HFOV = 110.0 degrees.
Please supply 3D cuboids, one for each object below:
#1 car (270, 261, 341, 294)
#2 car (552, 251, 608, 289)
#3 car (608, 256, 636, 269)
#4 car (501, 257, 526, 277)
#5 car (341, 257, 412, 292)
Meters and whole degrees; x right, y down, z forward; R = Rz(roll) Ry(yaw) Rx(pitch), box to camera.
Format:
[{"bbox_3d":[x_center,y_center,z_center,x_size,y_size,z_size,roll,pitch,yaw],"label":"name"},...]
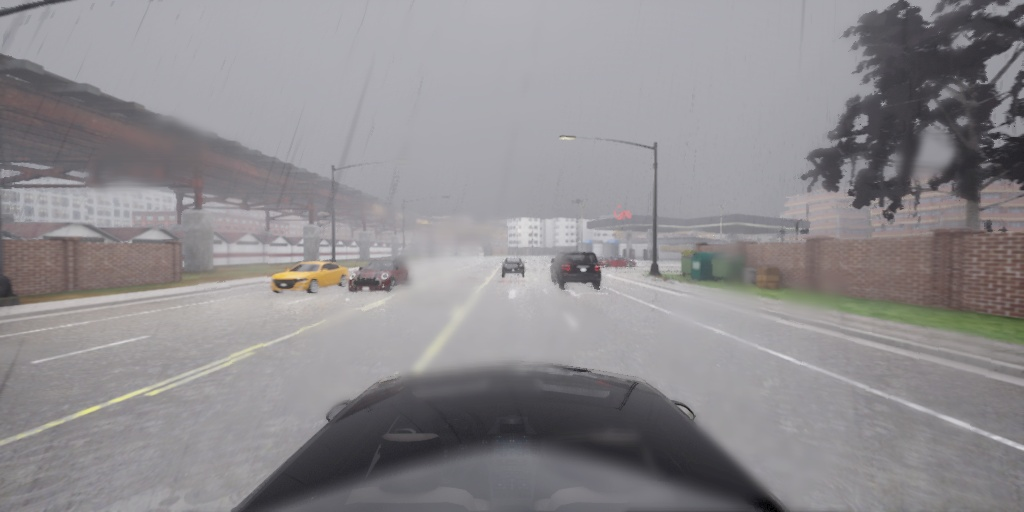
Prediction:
[{"bbox_3d":[-10.501,1.032,18.996,1.882,1.535,5.008,0,1,0],"label":"car"},{"bbox_3d":[3.605,0.743,20.759,2.150,2.045,5.566,0,1,0],"label":"car"},{"bbox_3d":[12.159,0.736,41.509,4.181,1.385,1.994,0,1,1],"label":"car"},{"bbox_3d":[0.110,0.859,29.840,2.128,1.511,4.902,0,1,0],"label":"car"},{"bbox_3d":[-6.998,0.950,19.402,2.097,1.767,4.553,0,1,0],"label":"car"}]
